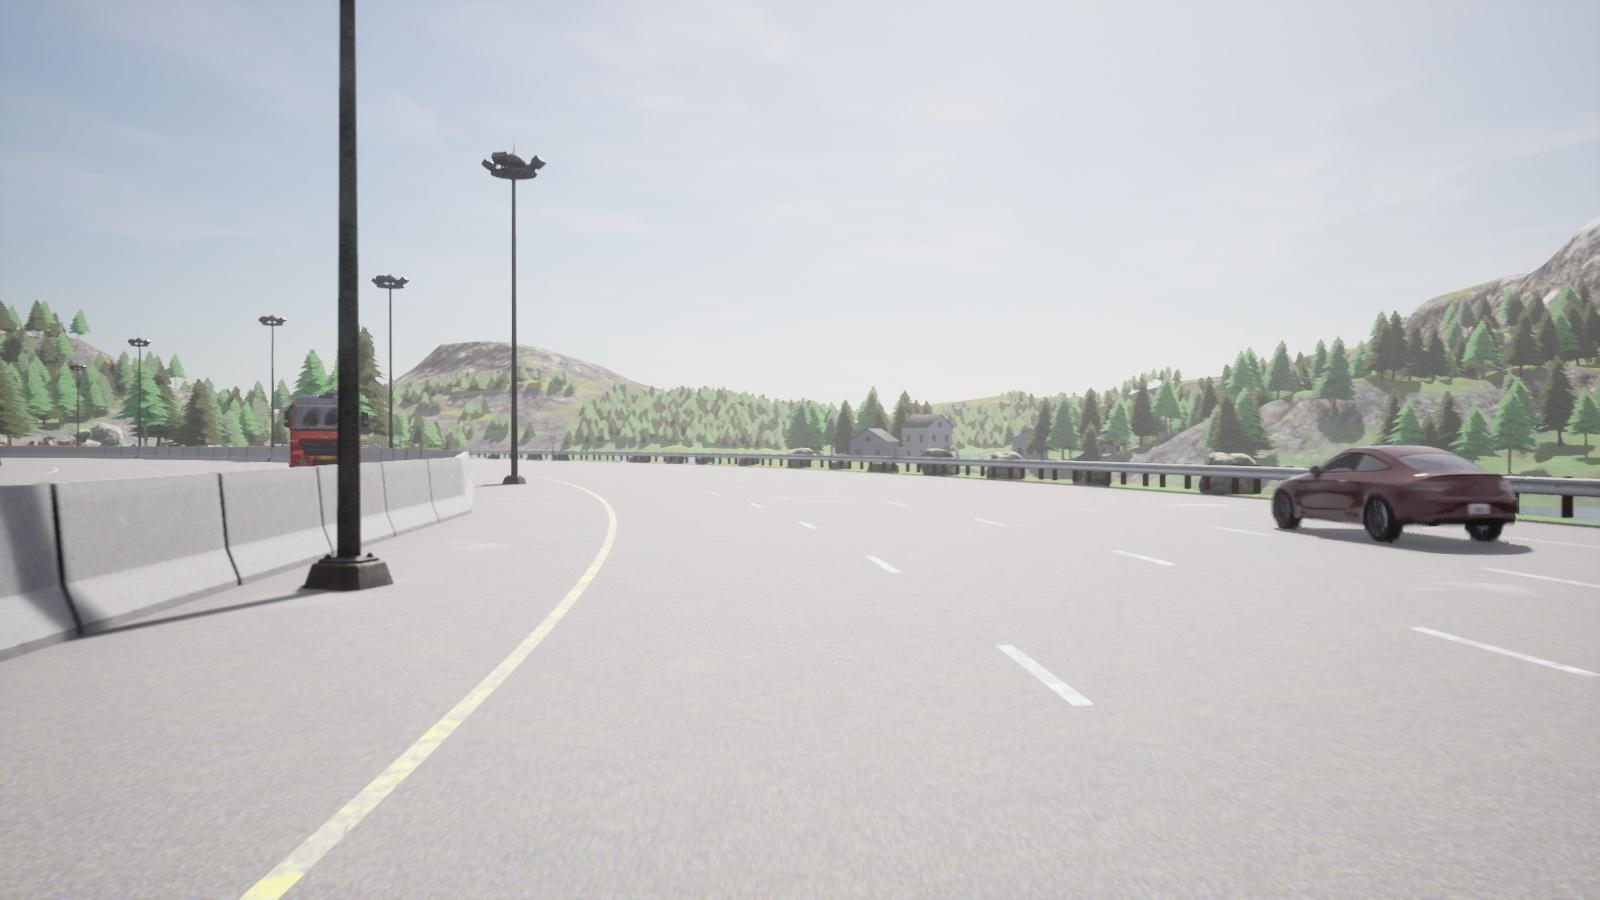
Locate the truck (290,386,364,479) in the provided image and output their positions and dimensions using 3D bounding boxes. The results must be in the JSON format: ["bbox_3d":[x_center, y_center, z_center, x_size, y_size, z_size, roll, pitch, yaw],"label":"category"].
[{"bbox_3d":[-21.330,-0.751,56.335,2.891,3.827,8.468,0,0,-22],"label":"truck"}]

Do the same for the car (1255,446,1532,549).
[{"bbox_3d":[9.290,0.665,20.170,1.812,1.442,4.674,0,0,-7],"label":"car"}]
